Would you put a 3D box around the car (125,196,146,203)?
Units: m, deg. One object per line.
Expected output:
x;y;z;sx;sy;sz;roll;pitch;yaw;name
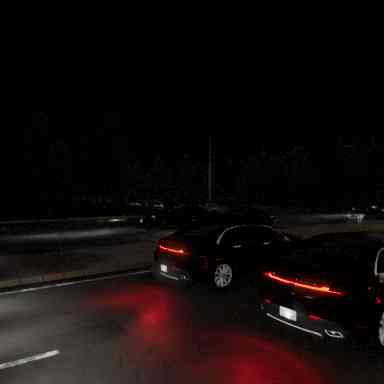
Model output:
-11.764;1.540;69.062;2.033;1.411;5.357;0;0;-35;car

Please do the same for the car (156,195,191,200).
-2.869;1.547;50.104;2.033;1.411;5.357;0;0;-35;car

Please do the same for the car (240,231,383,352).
3.368;1.505;6.200;4.892;1.490;1.837;0;0;-35;car

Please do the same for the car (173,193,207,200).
-0.105;1.221;52.242;2.150;2.045;5.566;0;0;-36;car

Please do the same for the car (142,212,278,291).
1.336;1.505;9.049;4.892;1.490;1.837;0;0;-35;car

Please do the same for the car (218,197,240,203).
6.124;1.526;55.603;1.812;1.442;4.674;0;0;-35;car

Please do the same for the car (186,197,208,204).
0.910;1.601;63.065;1.895;1.301;4.718;0;0;-35;car

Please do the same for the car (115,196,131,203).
-14.131;1.491;66.311;2.128;1.511;4.902;0;0;-35;car

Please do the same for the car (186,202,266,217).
2.567;1.547;19.934;5.357;1.411;2.033;0;0;-35;car

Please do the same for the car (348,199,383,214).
18.448;1.491;35.246;4.902;1.511;2.128;0;0;-35;car

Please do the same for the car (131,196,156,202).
-8.360;1.601;57.968;1.895;1.301;4.718;0;0;-35;car

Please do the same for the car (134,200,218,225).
-1.067;1.492;21.641;4.902;1.511;2.128;0;0;-35;car
